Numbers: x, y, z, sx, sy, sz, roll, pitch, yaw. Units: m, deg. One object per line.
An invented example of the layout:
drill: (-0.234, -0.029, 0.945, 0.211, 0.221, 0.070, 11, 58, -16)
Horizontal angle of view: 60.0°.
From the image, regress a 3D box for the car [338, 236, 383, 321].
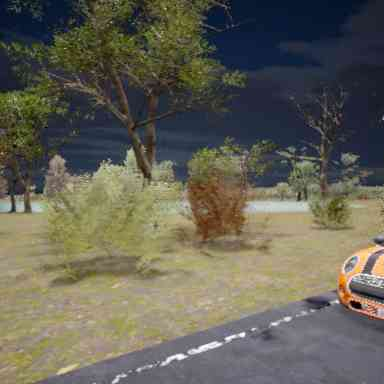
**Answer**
car: (4.901, 1.323, 6.527, 4.553, 1.767, 2.097, 0, 0, -35)
